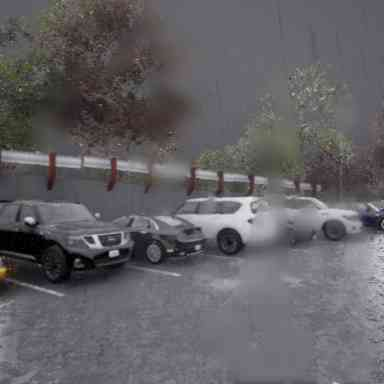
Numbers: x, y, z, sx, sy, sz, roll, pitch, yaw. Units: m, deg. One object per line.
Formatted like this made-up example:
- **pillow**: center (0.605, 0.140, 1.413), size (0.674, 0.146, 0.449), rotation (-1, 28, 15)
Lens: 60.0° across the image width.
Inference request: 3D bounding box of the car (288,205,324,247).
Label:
- **car**: center (3.148, 1.514, 15.231), size (4.792, 1.488, 2.163), rotation (-1, -1, 34)

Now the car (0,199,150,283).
- **car**: center (-4.235, 1.235, 9.960), size (5.566, 2.045, 2.435), rotation (-1, -1, 35)

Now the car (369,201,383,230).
- **car**: center (10.475, 1.358, 20.530), size (4.553, 1.767, 2.185), rotation (-1, -1, 35)

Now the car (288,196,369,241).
- **car**: center (5.605, 1.233, 16.993), size (5.566, 2.045, 2.435), rotation (-1, -1, 34)

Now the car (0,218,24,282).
- **car**: center (-6.562, 1.482, 8.120), size (5.366, 1.575, 1.946), rotation (-1, -1, 34)

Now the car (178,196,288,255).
- **car**: center (0.635, 1.234, 13.513), size (5.566, 2.045, 2.435), rotation (-1, -1, 34)

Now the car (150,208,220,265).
- **car**: center (-1.797, 1.487, 11.719), size (4.892, 1.521, 2.231), rotation (-1, -1, 35)
